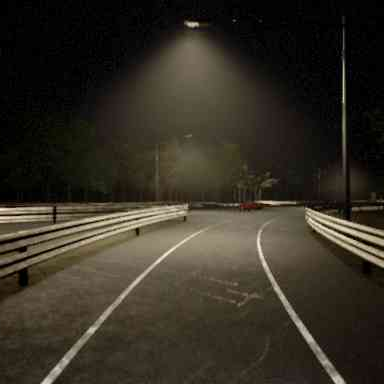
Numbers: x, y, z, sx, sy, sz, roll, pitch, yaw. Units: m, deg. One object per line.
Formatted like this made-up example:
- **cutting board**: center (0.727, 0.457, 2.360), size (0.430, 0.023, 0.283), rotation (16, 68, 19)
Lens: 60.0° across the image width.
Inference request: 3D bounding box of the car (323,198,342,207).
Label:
- **car**: center (29.174, 2.304, 69.043), size (2.150, 2.045, 5.566), rotation (-1, -2, 44)

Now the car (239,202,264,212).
- **car**: center (8.548, 2.118, 47.700), size (1.812, 1.442, 4.674), rotation (-1, -2, 44)
